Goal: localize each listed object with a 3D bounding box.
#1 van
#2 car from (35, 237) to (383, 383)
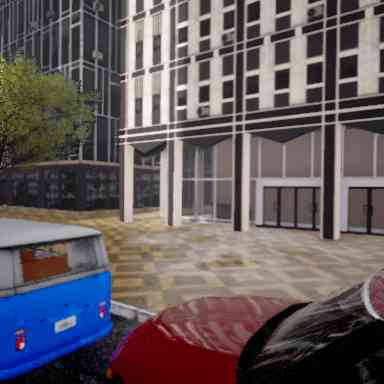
[{"bbox_3d":[-2.999,1.309,4.998,3.998,1.788,1.690,0,1,35],"label":"van"},{"bbox_3d":[1.629,1.318,1.700,5.009,1.841,2.192,0,1,35],"label":"car"}]
